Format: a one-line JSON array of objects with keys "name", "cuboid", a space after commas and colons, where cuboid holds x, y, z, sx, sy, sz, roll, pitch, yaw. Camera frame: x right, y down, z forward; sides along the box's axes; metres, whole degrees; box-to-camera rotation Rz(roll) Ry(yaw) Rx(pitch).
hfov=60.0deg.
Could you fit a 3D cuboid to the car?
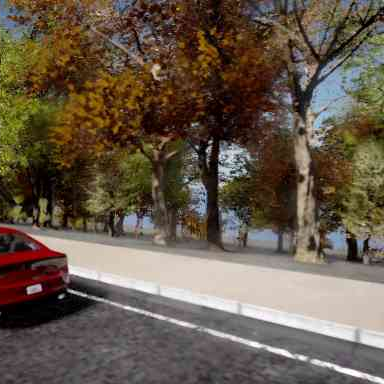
[{"name": "car", "cuboid": [-4.660, 1.474, 7.004, 5.008, 1.535, 1.882, 0, 0, 35]}]
